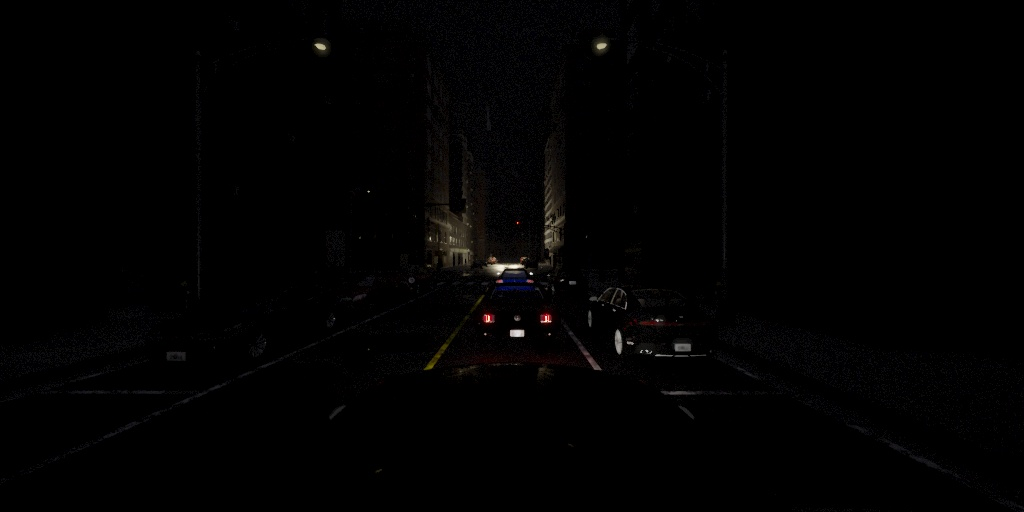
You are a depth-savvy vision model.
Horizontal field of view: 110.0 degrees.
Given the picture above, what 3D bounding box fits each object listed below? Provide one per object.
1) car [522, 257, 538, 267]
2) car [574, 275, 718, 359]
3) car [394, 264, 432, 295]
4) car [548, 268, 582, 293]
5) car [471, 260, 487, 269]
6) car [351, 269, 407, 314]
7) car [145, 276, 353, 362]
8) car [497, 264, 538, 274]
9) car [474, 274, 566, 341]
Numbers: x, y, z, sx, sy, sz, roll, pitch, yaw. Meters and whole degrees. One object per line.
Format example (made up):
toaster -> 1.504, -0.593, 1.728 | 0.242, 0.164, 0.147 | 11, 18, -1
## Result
car -> 3.057, 1.226, 56.283 | 1.967, 1.591, 4.097 | 0, 0, 0
car -> 2.876, 1.300, 8.192 | 2.007, 1.370, 4.403 | 0, 0, 0
car -> -5.616, 1.191, 19.220 | 1.967, 1.591, 4.097 | 0, 0, 0
car -> 2.909, 1.317, 19.194 | 1.948, 1.339, 4.313 | 0, 0, 0
car -> -5.468, 1.368, 56.322 | 1.802, 1.307, 4.207 | 0, 0, 0
car -> -5.633, 1.332, 13.719 | 1.802, 1.307, 4.207 | 0, 0, 0
car -> -5.649, 1.316, 8.218 | 1.948, 1.339, 4.313 | 0, 0, 0
car -> 0.148, 1.315, 18.576 | 1.994, 1.385, 4.181 | 0, 0, 1
car -> 0.120, 1.351, 9.816 | 1.895, 1.301, 4.718 | 0, 0, 0
